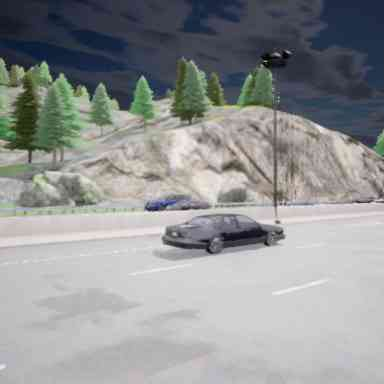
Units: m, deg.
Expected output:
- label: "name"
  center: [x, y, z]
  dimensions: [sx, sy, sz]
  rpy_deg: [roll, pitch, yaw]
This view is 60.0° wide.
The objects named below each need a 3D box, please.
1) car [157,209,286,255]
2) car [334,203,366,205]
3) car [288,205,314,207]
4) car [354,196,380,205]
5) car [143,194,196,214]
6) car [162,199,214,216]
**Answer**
- label: "car"
  center: [1.415, 1.557, 13.376]
  dimensions: [5.357, 1.411, 2.033]
  rpy_deg: [0, 0, -36]
- label: "car"
  center: [17.087, 1.565, 37.717]
  dimensions: [5.357, 1.411, 2.033]
  rpy_deg: [0, 0, -35]
- label: "car"
  center: [13.344, 1.547, 39.361]
  dimensions: [4.674, 1.442, 1.812]
  rpy_deg: [0, 0, -35]
- label: "car"
  center: [31.414, 1.510, 59.692]
  dimensions: [4.892, 1.490, 1.837]
  rpy_deg: [0, 0, -30]
- label: "car"
  center: [-2.401, 1.252, 36.705]
  dimensions: [5.566, 2.045, 2.150]
  rpy_deg: [0, 0, -35]
- label: "car"
  center: [-0.351, 1.515, 33.880]
  dimensions: [4.902, 1.511, 2.128]
  rpy_deg: [0, 0, -36]
